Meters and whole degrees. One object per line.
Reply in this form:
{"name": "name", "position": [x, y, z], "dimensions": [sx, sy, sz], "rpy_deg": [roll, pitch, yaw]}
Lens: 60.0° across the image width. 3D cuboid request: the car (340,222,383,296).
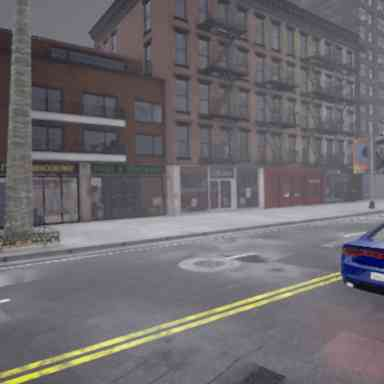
{"name": "car", "position": [5.269, 1.250, 7.233], "dimensions": [5.008, 1.535, 1.882], "rpy_deg": [-2, 1, -35]}
